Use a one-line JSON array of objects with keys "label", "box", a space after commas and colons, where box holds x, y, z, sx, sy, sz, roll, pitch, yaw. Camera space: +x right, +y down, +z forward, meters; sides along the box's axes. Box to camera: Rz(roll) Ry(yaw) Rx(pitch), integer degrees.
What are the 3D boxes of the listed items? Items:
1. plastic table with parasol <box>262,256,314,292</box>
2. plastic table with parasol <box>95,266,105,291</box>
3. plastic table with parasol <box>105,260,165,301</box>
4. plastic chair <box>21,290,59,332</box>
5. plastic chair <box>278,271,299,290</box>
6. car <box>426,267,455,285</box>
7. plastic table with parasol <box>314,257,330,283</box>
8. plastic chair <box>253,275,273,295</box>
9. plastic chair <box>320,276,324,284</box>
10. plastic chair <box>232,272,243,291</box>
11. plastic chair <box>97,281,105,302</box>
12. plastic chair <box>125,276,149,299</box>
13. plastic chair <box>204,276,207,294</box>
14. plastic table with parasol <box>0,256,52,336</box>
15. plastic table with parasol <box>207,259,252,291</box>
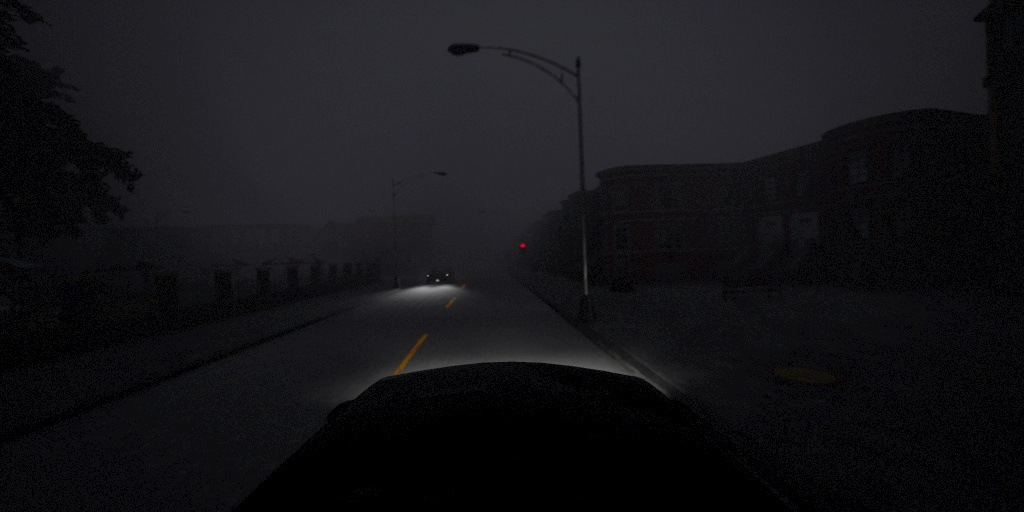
[{"label": "plastic table with parasol", "box": [-15.015, 1.222, 23.744, 2.482, 2.480, 2.482, 0, 0, -44]}, {"label": "plastic table with parasol", "box": [-29.371, 1.712, 26.976, 2.482, 2.480, 2.482, 0, 0, -44]}, {"label": "plastic table with parasol", "box": [-23.593, 1.498, 22.662, 2.482, 2.480, 2.482, 0, 0, 45]}, {"label": "plastic chair", "box": [-13.521, 1.744, 10.450, 0.730, 1.272, 0.750, 0, 0, -44]}, {"label": "plastic chair", "box": [-14.212, 1.779, 22.790, 0.750, 1.272, 0.730, 0, 0, -44]}, {"label": "car", "box": [-5.778, 1.543, 29.341, 1.895, 1.301, 4.718, -2, 0, -4]}, {"label": "plastic table with parasol", "box": [-15.757, 1.281, 28.194, 2.482, 2.480, 2.482, 0, 0, -44]}, {"label": "plastic chair", "box": [-15.959, 1.830, 22.944, 0.730, 1.272, 0.750, 0, 0, -44]}, {"label": "plastic chair", "box": [-14.953, 1.856, 27.226, 0.750, 1.272, 0.730, 0, 0, -44]}, {"label": "plastic chair", "box": [-20.100, 2.012, 25.873, 0.750, 1.272, 0.730, 0, 0, -44]}, {"label": "plastic chair", "box": [-24.520, 2.152, 21.841, 0.730, 1.272, 0.750, 0, 0, -44]}, {"label": "plastic chair", "box": [-22.823, 2.014, 21.831, 0.730, 1.272, 0.750, 0, 0, 44]}, {"label": "plastic chair", "box": [-21.851, 2.064, 26.042, 0.730, 1.272, 0.750, 0, 0, -44]}, {"label": "plastic table with parasol", "box": [-14.456, 1.138, 9.660, 2.482, 2.480, 2.482, 0, 0, -42]}, {"label": "plastic table with parasol", "box": [-20.905, 1.433, 26.841, 2.482, 2.480, 2.482, 0, 0, -44]}]
